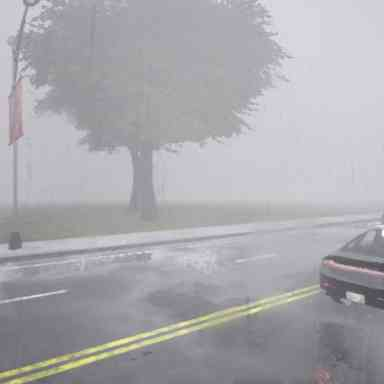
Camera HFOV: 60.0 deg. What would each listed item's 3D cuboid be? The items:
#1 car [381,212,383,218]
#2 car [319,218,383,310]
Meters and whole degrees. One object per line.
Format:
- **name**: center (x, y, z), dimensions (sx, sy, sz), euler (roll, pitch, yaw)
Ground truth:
- **car**: center (14.177, 1.442, 21.781), dimensions (4.181, 1.385, 1.994), euler (0, 0, -35)
- **car**: center (4.575, 1.451, 6.703), dimensions (4.902, 1.511, 2.128), euler (0, 0, -36)
